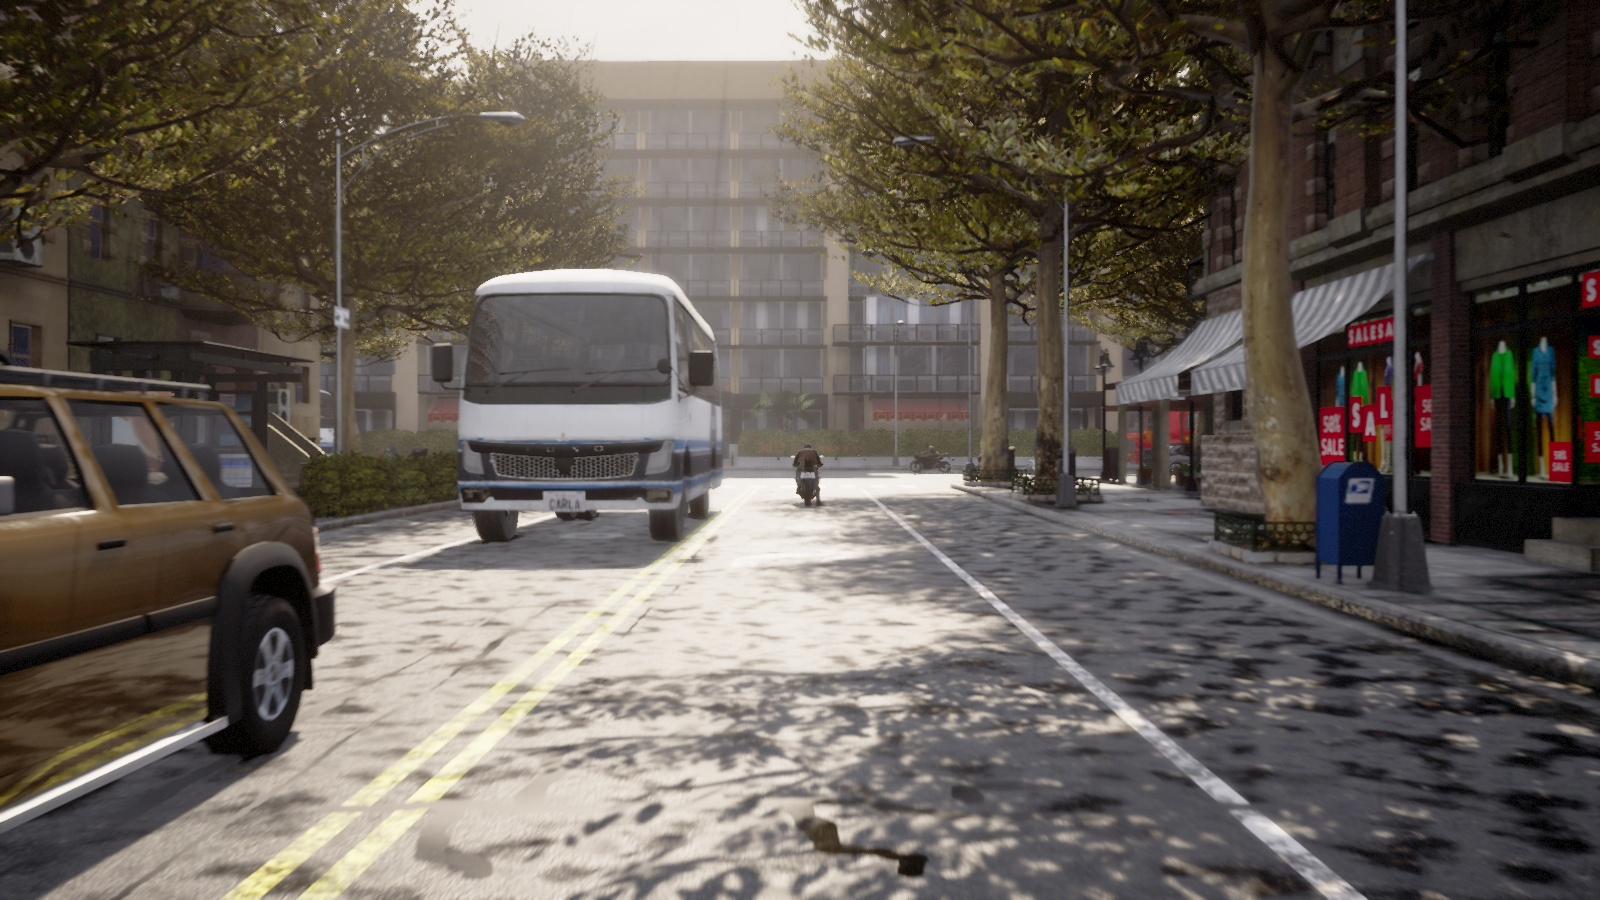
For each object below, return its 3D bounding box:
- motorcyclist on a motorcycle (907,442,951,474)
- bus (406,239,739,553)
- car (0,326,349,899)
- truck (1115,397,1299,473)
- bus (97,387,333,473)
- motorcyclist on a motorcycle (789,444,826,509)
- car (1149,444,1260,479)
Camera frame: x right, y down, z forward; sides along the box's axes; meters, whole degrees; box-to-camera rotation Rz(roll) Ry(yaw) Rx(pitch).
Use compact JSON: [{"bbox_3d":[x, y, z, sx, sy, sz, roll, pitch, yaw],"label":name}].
[{"bbox_3d":[6.230,0.391,60.830,2.044,1.523,0.797,0,0,0],"label":"motorcyclist on a motorcycle"},{"bbox_3d":[-3.339,-0.758,22.159,3.944,4.253,10.273,0,0,0],"label":"bus"},{"bbox_3d":[-3.457,0.535,4.579,1.932,1.855,4.605,0,0,0],"label":"car"},{"bbox_3d":[20.746,-0.764,64.301,8.468,3.827,2.891,0,0,0],"label":"truck"},{"bbox_3d":[-29.799,-1.017,64.379,10.273,4.253,3.944,0,0,0],"label":"bus"},{"bbox_3d":[0.188,0.610,30.447,0.866,1.530,2.191,0,0,0],"label":"motorcyclist on a motorcycle"},{"bbox_3d":[17.302,0.471,53.813,4.193,1.474,1.816,0,0,0],"label":"car"}]
